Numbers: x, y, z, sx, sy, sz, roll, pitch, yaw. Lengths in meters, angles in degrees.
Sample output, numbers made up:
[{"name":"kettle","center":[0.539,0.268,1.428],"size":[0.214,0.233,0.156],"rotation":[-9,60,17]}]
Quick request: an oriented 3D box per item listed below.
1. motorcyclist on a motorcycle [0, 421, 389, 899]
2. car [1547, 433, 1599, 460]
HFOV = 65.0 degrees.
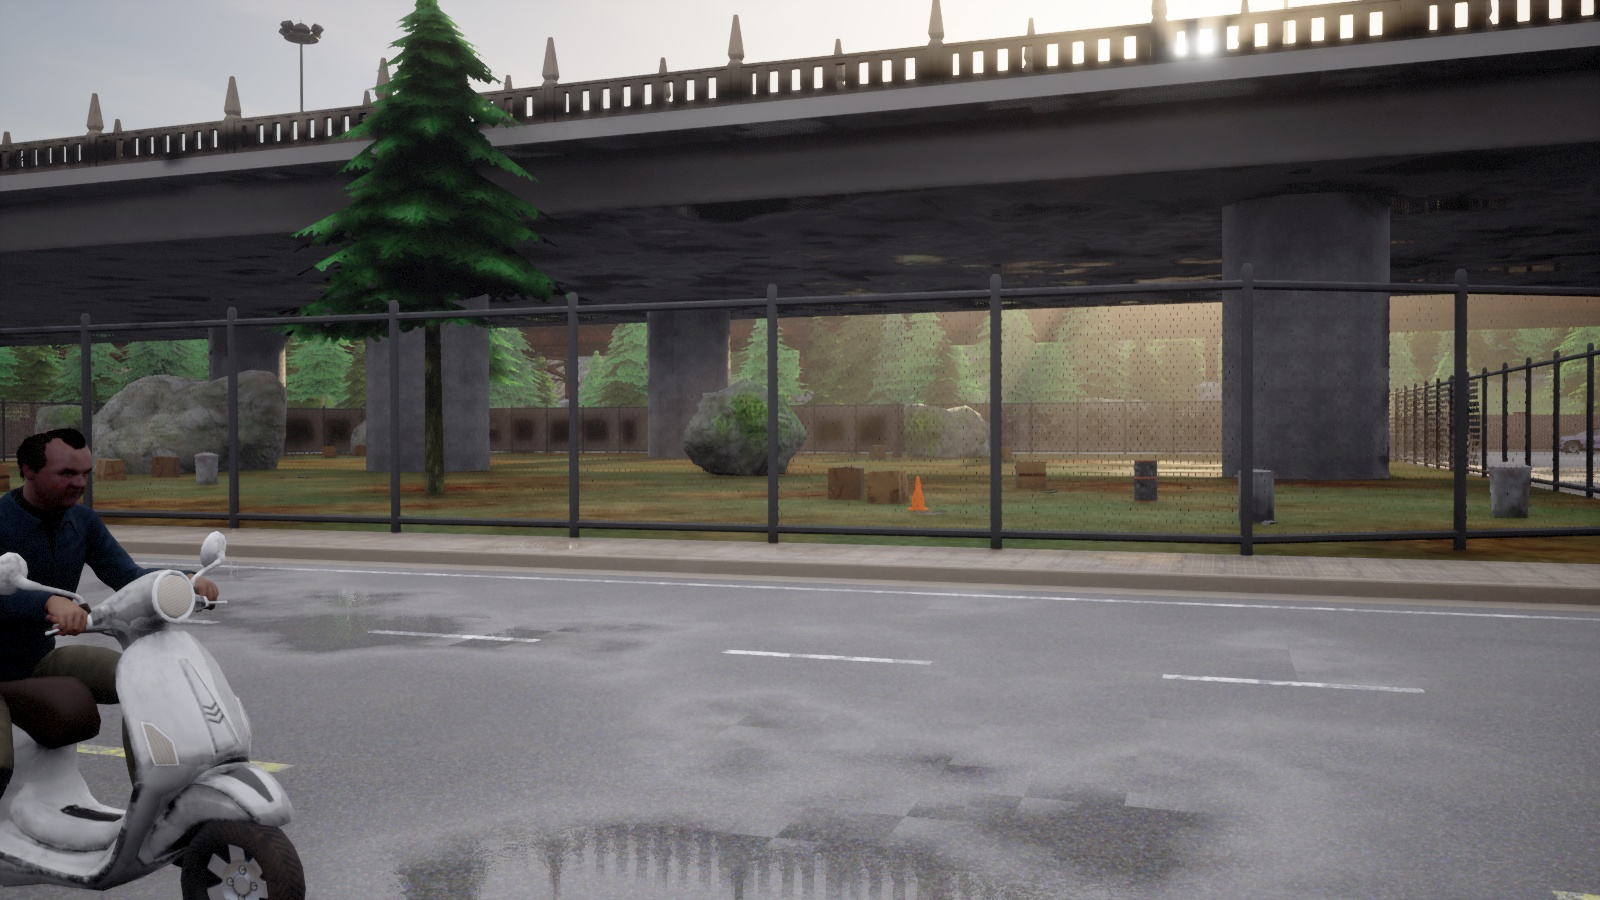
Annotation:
[{"name":"motorcyclist on a motorcycle","center":[-2.341,0.707,3.980],"size":[1.817,1.590,0.866],"rotation":[1,1,19]},{"name":"car","center":[48.172,-0.223,75.917],"size":[4.856,1.649,2.033],"rotation":[0,1,20]}]
